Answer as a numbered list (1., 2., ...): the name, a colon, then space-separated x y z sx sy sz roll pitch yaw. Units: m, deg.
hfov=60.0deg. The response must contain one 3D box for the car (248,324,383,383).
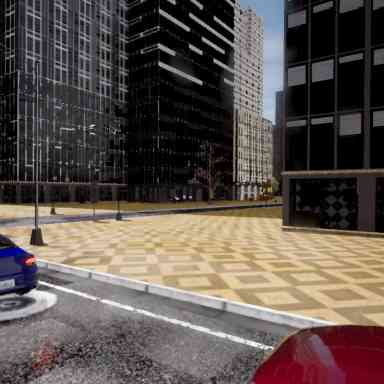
1. car: 2.351 1.564 2.000 4.181 1.385 1.994 0 0 35

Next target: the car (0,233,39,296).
1. car: -5.252 1.523 7.427 4.674 1.442 1.812 0 0 36
